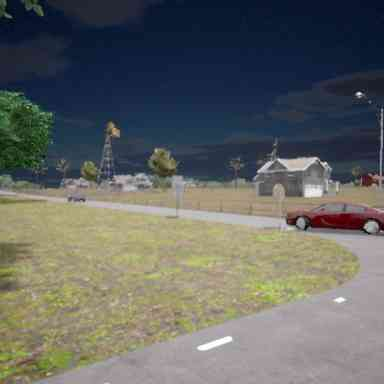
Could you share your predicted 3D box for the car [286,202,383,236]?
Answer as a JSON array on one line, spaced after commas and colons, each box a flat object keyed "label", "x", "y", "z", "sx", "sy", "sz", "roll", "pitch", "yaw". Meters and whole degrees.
[{"label": "car", "x": 7.329, "y": 1.216, "z": 16.685, "sx": 5.008, "sy": 1.535, "sz": 1.882, "roll": 1, "pitch": 0, "yaw": 24}]

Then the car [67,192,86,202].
[{"label": "car", "x": -17.933, "y": 0.799, "z": 51.630, "sx": 1.837, "sy": 1.490, "sz": 4.892, "roll": 1, "pitch": 0, "yaw": -35}]
